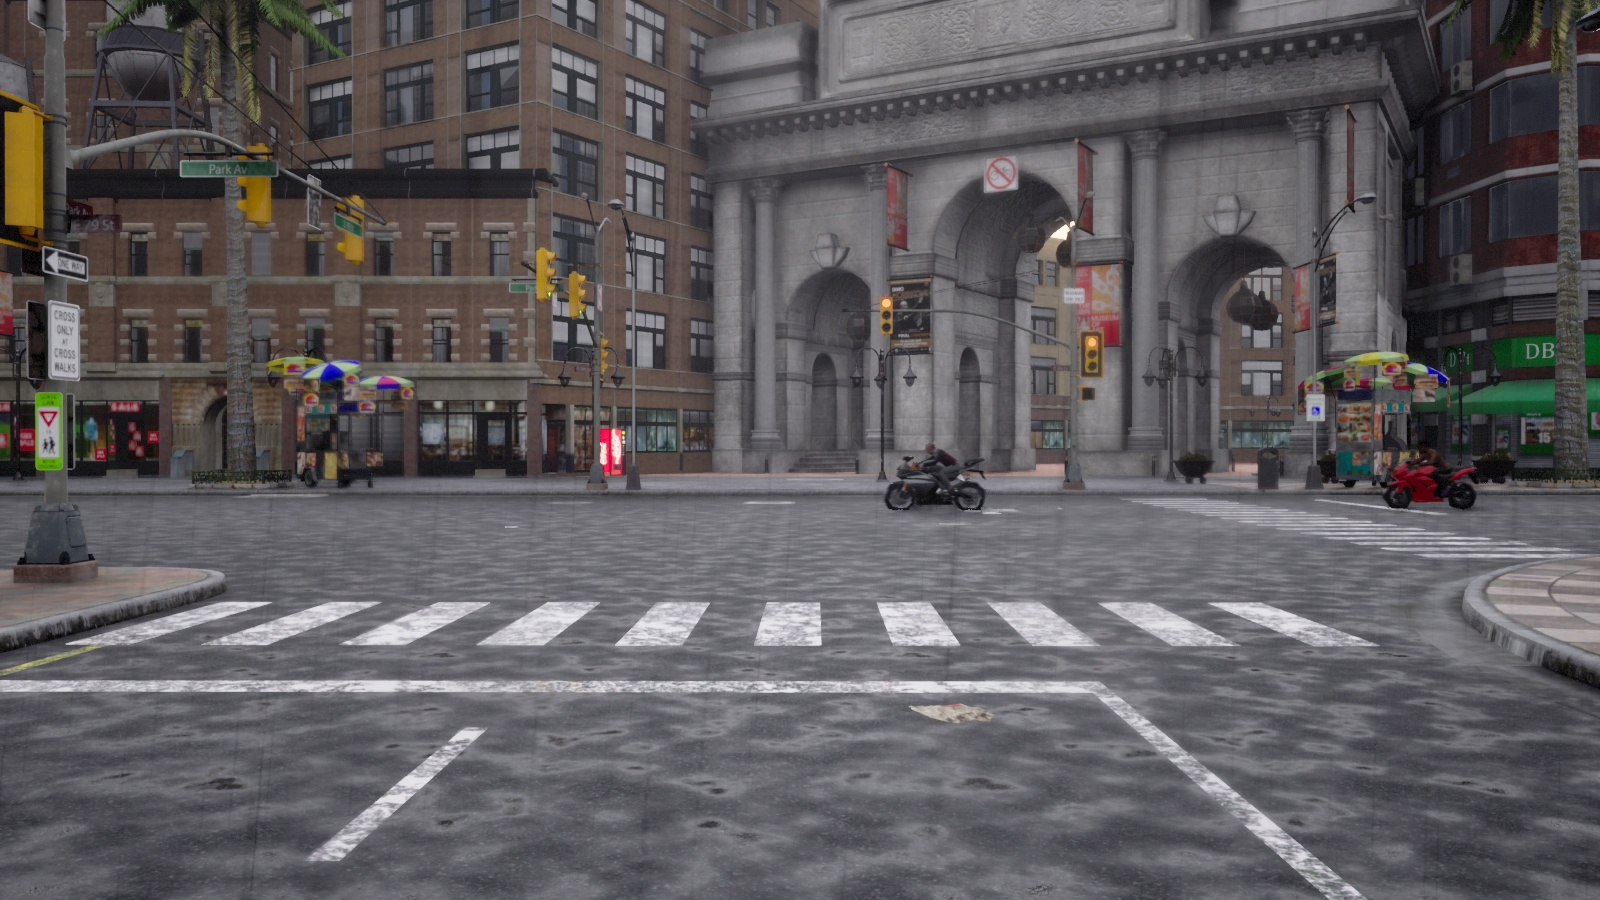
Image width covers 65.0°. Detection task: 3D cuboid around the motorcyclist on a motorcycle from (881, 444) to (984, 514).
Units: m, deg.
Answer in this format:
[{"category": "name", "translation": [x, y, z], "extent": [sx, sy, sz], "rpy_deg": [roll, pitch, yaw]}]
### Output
[{"category": "motorcyclist on a motorcycle", "translation": [2.904, 0.627, 27.773], "extent": [2.191, 1.530, 0.866], "rpy_deg": [0, 0, 1]}]

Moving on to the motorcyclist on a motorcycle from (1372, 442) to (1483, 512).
[{"category": "motorcyclist on a motorcycle", "translation": [13.777, 0.584, 27.620], "extent": [2.044, 1.523, 0.797], "rpy_deg": [0, 0, 1]}]
